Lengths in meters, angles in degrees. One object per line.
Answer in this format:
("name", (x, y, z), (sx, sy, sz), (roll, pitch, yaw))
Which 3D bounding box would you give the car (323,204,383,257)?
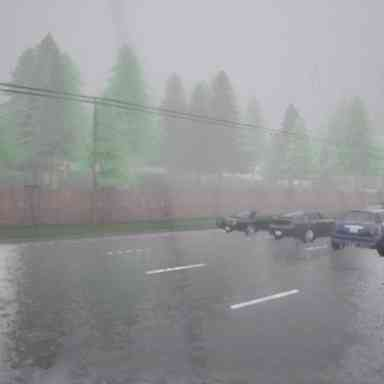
("car", (7.810, 1.482, 13.738), (4.553, 1.767, 2.097), (1, -1, -35))

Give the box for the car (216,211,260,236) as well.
("car", (3.761, 1.733, 19.449), (4.718, 1.301, 1.895), (1, 0, -35))

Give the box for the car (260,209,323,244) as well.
("car", (5.950, 1.642, 16.709), (4.892, 1.490, 1.837), (0, 0, -35))

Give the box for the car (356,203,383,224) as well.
("car", (16.285, 1.753, 28.380), (5.008, 1.535, 1.882), (0, 0, -35))
